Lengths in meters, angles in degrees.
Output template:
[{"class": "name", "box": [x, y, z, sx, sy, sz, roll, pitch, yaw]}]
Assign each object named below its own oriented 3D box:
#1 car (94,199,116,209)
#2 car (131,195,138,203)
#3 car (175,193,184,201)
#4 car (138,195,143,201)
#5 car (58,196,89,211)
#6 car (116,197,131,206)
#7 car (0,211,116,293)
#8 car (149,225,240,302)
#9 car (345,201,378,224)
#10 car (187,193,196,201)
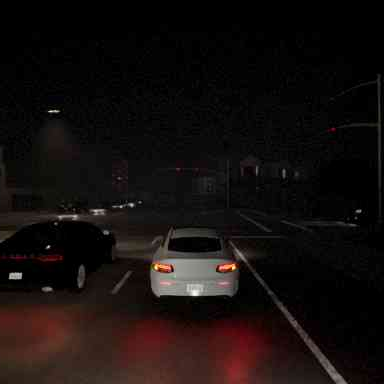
[{"class": "car", "box": [-14.101, 1.923, 52.647, 2.128, 1.511, 4.902, 0, 0, 0]}, {"class": "car", "box": [-14.008, 1.838, 75.093, 1.895, 1.301, 4.718, 0, 1, 0]}, {"class": "car", "box": [-3.509, 1.418, 89.010, 2.150, 2.045, 5.566, 0, 0, 0]}, {"class": "car", "box": [-14.009, 1.536, 85.806, 2.097, 1.767, 4.553, 0, 0, 0]}, {"class": "car", "box": [-14.102, 1.544, 39.978, 2.150, 2.045, 5.566, 0, 0, 1]}, {"class": "car", "box": [-14.036, 1.927, 65.108, 2.033, 1.411, 5.357, 0, 1, 0]}, {"class": "car", "box": [-3.430, 1.498, 8.971, 1.882, 1.535, 5.008, 0, 0, 0]}, {"class": "car", "box": [0.066, 1.540, 8.185, 1.812, 1.442, 4.674, 0, 0, 0]}, {"class": "car", "box": [14.246, 1.491, 25.507, 4.553, 1.767, 2.097, 0, -1, 0]}, {"class": "car", "box": [-0.009, 1.414, 89.313, 2.150, 2.045, 5.566, 0, -1, 0]}]
